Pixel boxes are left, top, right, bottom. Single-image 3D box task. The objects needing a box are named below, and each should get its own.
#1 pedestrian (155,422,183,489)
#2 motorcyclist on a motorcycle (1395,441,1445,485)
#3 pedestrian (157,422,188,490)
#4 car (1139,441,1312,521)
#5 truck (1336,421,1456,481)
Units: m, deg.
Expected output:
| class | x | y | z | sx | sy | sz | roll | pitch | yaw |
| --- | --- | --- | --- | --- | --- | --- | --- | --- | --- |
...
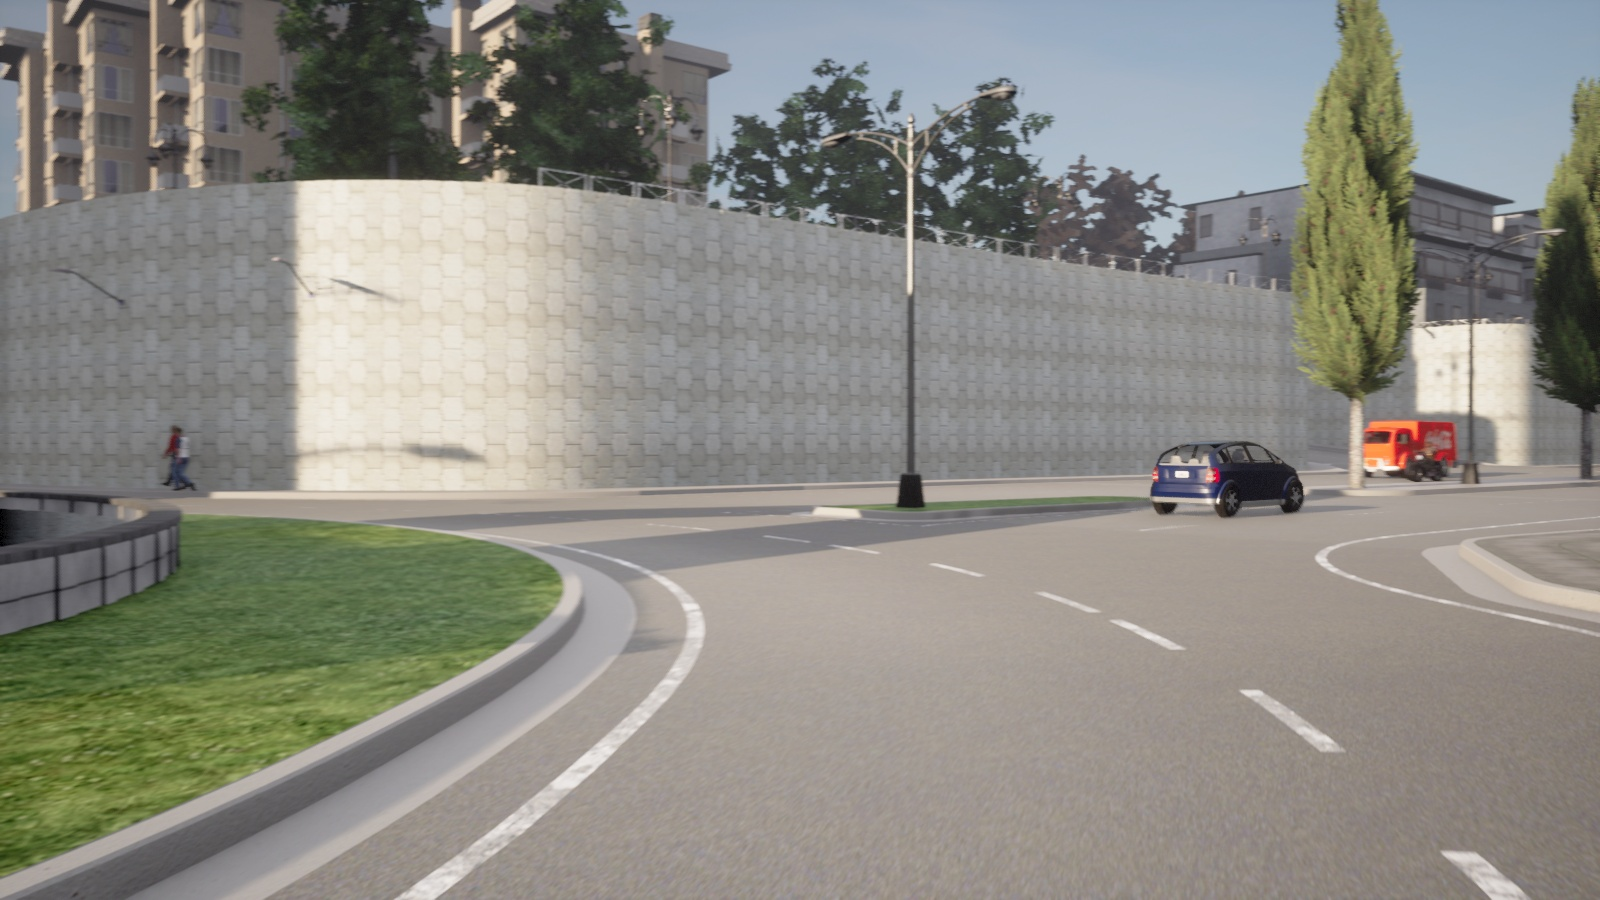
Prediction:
| class | x | y | z | sx | sy | sz | roll | pitch | yaw |
| --- | --- | --- | --- | --- | --- | --- | --- | --- | --- |
| pedestrian | -17.451 | 0.156 | 34.729 | 0.636 | 1.846 | 0.331 | 0 | 0 | 12 |
| motorcyclist on a motorcycle | 23.914 | 0.487 | 48.419 | 2.350 | 1.649 | 0.766 | 0 | 1 | -38 |
| pedestrian | -17.079 | 0.160 | 34.165 | 0.706 | 1.836 | 0.354 | 0 | 0 | 16 |
| car | 8.976 | 0.599 | 26.406 | 3.705 | 1.549 | 1.789 | 0 | 0 | -40 |
| truck | 25.824 | 0.018 | 54.338 | 5.204 | 2.467 | 2.627 | 0 | 1 | -38 |
